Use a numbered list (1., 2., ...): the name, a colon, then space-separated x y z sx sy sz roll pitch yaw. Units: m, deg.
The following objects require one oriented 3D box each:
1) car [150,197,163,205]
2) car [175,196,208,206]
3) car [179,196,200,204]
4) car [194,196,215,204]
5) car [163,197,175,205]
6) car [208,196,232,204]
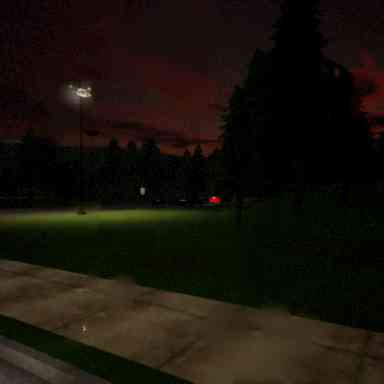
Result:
1. car: -5.410 1.565 58.486 1.994 1.385 4.181 0 0 34
2. car: -0.035 1.492 53.926 2.128 1.511 4.902 0 0 34
3. car: -0.456 1.527 66.209 1.812 1.442 4.674 0 0 33
4. car: 2.477 1.527 64.300 1.812 1.442 4.674 0 0 33
5. car: -2.478 1.565 56.574 1.994 1.385 4.181 0 0 34
6. car: 5.427 1.222 62.416 2.150 2.045 5.566 0 0 33
